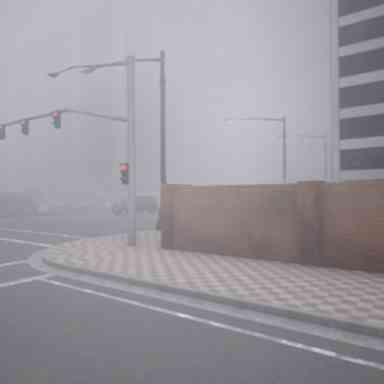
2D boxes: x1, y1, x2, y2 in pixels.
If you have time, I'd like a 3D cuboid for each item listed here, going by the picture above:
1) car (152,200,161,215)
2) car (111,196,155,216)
[{"bbox_3d":[-0.997,1.669,30.481,2.128,1.511,4.902,-1,0,36],"label":"car"},{"bbox_3d":[-6.065,1.467,35.734,2.150,2.045,5.566,-1,0,36],"label":"car"}]
